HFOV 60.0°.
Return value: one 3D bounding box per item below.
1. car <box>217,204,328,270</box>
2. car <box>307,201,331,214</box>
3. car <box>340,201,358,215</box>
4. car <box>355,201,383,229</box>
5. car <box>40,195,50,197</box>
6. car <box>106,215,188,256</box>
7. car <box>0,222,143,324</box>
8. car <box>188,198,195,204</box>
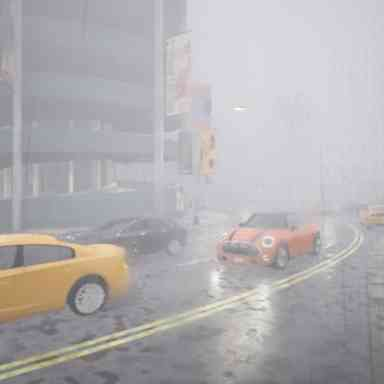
[{"bbox_3d":[2.815,1.451,11.615,2.097,1.767,4.553,-1,-1,40],"label":"car"},{"bbox_3d":[14.652,1.794,39.482,1.882,1.535,5.008,0,0,-4],"label":"car"},{"bbox_3d":[18.282,1.791,36.989,1.837,1.490,4.892,0,0,-1],"label":"car"},{"bbox_3d":[12.788,1.651,22.857,1.882,1.535,5.008,0,0,19],"label":"car"},{"bbox_3d":[-25.539,1.608,57.434,2.435,2.045,5.566,0,-1,-35],"label":"car"},{"bbox_3d":[-2.242,1.617,11.812,1.837,1.490,4.892,-1,0,44],"label":"car"},{"bbox_3d":[-3.600,1.543,6.017,5.008,1.535,1.882,0,-1,-39],"label":"car"},{"bbox_3d":[-1.163,2.230,83.515,2.231,1.521,4.892,0,-1,-35],"label":"car"}]
